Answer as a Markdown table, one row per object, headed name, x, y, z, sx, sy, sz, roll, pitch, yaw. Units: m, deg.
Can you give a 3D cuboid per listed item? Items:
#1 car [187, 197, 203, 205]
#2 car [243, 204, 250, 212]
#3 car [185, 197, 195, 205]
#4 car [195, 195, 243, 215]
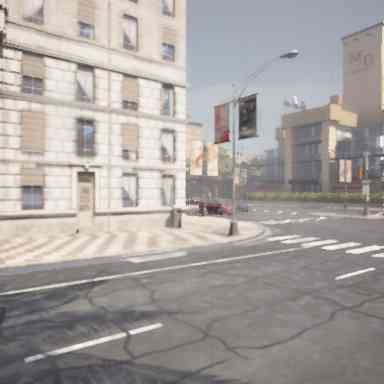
| name | x | y | z | sx | sy | sz | roll | pitch | yaw |
| --- | --- | --- | --- | --- | --- | --- | --- | --- | --- |
| car | 0.615 | 1.698 | 64.093 | 1.895 | 1.301 | 4.718 | 0 | 0 | -15 |
| car | 4.523 | 1.572 | 38.331 | 1.837 | 1.490 | 4.892 | 0 | 0 | -35 |
| car | -2.501 | 1.634 | 61.326 | 5.357 | 1.411 | 2.033 | 0 | 0 | 39 |
| car | 2.733 | 1.410 | 34.826 | 2.097 | 1.767 | 4.553 | 0 | 0 | -36 |
